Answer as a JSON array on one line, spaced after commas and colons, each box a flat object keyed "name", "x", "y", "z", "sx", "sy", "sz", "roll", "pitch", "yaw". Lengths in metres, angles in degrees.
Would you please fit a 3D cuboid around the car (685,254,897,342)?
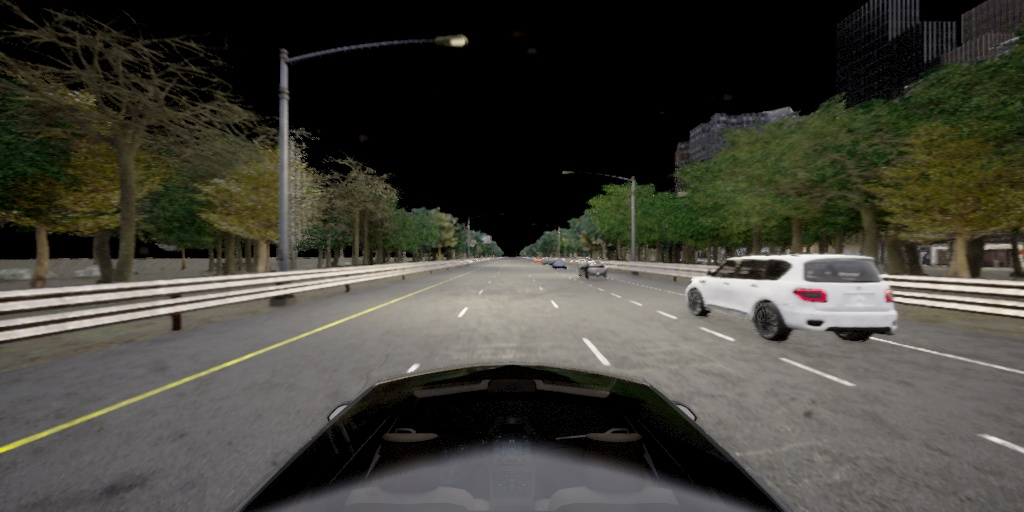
[{"name": "car", "x": 7.007, "y": 0.978, "z": 9.916, "sx": 2.150, "sy": 2.045, "sz": 5.566, "roll": 0, "pitch": 0, "yaw": 0}]

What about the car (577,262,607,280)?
[{"name": "car", "x": 7.060, "y": 1.250, "z": 31.820, "sx": 2.128, "sy": 1.511, "sz": 4.902, "roll": 0, "pitch": 0, "yaw": 0}]

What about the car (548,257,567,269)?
[{"name": "car", "x": 7.144, "y": 1.325, "z": 55.837, "sx": 1.994, "sy": 1.385, "sz": 4.181, "roll": 0, "pitch": 0, "yaw": 0}]
